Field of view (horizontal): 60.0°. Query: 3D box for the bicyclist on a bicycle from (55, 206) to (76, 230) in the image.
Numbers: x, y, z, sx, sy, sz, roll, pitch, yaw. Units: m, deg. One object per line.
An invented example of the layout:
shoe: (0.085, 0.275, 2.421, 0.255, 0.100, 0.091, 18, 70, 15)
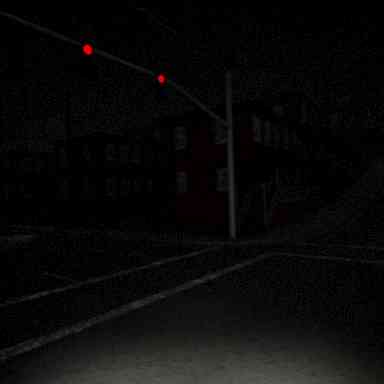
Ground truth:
bicyclist on a bicycle: (-8.724, 1.756, 22.950, 0.582, 1.620, 1.656, -2, 0, 38)
